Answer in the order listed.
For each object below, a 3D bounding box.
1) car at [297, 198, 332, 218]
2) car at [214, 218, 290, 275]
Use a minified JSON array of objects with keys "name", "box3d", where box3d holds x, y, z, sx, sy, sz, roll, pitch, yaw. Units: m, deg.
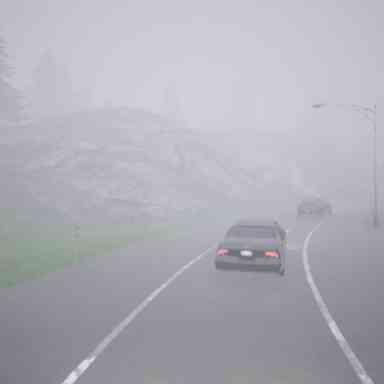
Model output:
[{"name":"car","box3d":[10.011,1.191,27.012,2.128,1.511,4.902,0,2,33]},{"name":"car","box3d":[2.061,1.555,10.649,2.033,1.411,5.357,0,0,16]}]
